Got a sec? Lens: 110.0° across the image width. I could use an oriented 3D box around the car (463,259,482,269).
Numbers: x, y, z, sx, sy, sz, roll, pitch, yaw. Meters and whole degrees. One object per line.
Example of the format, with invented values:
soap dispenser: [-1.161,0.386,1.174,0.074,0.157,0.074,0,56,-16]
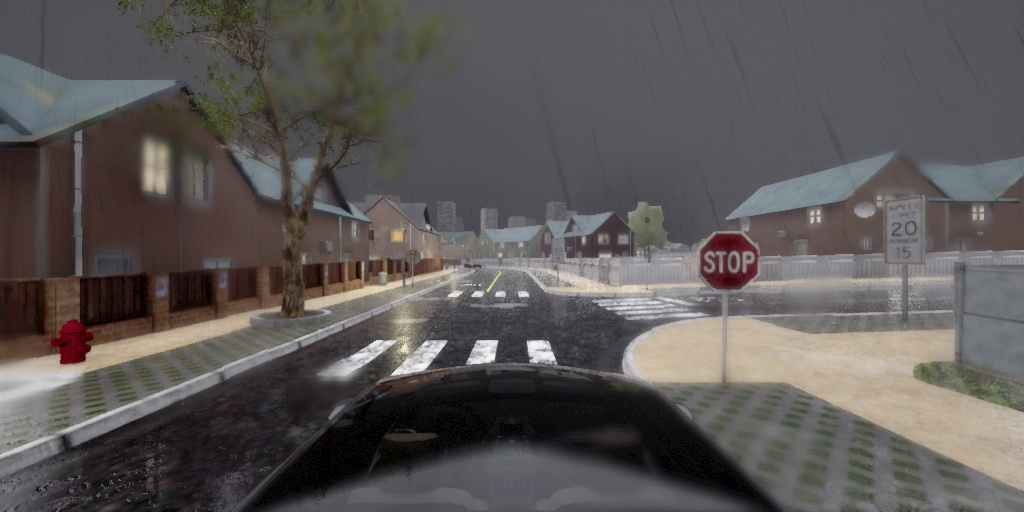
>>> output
car: [-6.561,1.260,59.824,2.097,1.767,4.553,0,0,-24]
